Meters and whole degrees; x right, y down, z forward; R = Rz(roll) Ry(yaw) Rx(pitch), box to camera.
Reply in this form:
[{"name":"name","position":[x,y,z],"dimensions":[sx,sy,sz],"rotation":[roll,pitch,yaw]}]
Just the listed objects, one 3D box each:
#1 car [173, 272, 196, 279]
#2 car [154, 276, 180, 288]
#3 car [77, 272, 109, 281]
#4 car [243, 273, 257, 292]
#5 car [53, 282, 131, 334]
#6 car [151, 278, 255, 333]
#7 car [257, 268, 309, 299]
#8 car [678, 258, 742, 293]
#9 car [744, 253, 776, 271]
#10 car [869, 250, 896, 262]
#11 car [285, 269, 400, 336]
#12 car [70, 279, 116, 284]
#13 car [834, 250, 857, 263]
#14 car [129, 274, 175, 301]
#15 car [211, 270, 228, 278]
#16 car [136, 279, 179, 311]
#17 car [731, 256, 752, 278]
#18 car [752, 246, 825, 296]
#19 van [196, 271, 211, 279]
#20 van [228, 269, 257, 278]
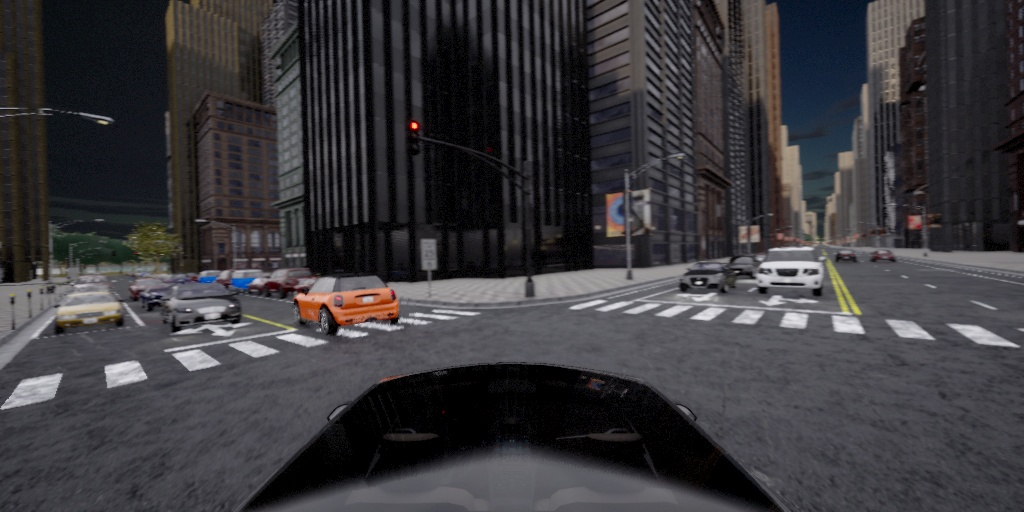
[{"name":"car","position":[-36.330,2.670,38.987],"dimensions":[4.553,1.767,2.097],"rotation":[-2,0,41]},{"name":"car","position":[-43.709,3.222,45.386],"dimensions":[4.718,1.301,1.895],"rotation":[-2,0,41]},{"name":"car","position":[-31.248,2.399,26.859],"dimensions":[5.009,1.841,2.192],"rotation":[0,0,41]},{"name":"car","position":[-18.575,2.177,27.178],"dimensions":[4.207,1.307,1.802],"rotation":[0,0,41]},{"name":"car","position":[-16.352,1.996,13.959],"dimensions":[4.829,1.417,1.751],"rotation":[0,0,41]},{"name":"car","position":[-11.591,1.770,13.306],"dimensions":[4.902,1.511,2.128],"rotation":[-2,0,42]},{"name":"car","position":[-14.735,1.750,23.845],"dimensions":[5.009,1.841,2.192],"rotation":[0,0,41]},{"name":"car","position":[9.936,1.011,18.110],"dimensions":[1.994,1.385,4.181],"rotation":[-1,0,41]},{"name":"car","position":[23.336,0.524,33.621],"dimensions":[1.882,1.535,5.008],"rotation":[-1,0,41]},{"name":"car","position":[44.125,-0.025,42.722],"dimensions":[1.812,1.442,4.674],"rotation":[-1,0,41]},{"name":"car","position":[-5.579,1.371,11.795],"dimensions":[2.097,1.767,4.553],"rotation":[-2,-1,-44]},{"name":"car","position":[-23.864,2.328,20.465],"dimensions":[4.403,1.370,2.007],"rotation":[0,0,41]},{"name":"car","position":[41.495,-0.010,44.650],"dimensions":[1.882,1.535,5.008],"rotation":[-1,0,41]},{"name":"car","position":[-26.647,2.382,26.386],"dimensions":[5.008,1.535,1.882],"rotation":[-2,0,41]},{"name":"car","position":[-26.256,2.228,33.845],"dimensions":[5.009,1.841,2.192],"rotation":[0,0,41]},{"name":"car","position":[-19.002,2.188,19.763],"dimensions":[4.718,1.301,1.895],"rotation":[-2,0,41]},{"name":"car","position":[16.554,0.755,25.787],"dimensions":[1.837,1.490,4.892],"rotation":[-1,0,41]},{"name":"car","position":[12.934,0.595,16.620],"dimensions":[2.150,2.045,5.566],"rotation":[-1,0,41]},{"name":"van","position":[-33.936,2.572,40.512],"dimensions":[3.998,1.789,1.690],"rotation":[0,0,41]},{"name":"van","position":[-22.416,2.095,30.512],"dimensions":[3.998,1.789,1.690],"rotation":[0,0,41]}]
